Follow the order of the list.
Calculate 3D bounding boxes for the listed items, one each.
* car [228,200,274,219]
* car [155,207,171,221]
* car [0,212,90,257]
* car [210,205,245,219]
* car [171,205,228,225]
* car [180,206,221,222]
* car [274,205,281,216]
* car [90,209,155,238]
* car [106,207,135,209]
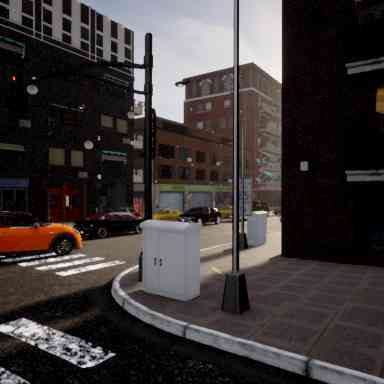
[{"bbox_3d":[6.380,1.866,35.485,2.150,2.045,5.566,0,-1,35],"label":"car"},{"bbox_3d":[-2.352,1.944,27.514,1.752,1.417,4.829,-1,-2,35],"label":"car"},{"bbox_3d":[-6.521,1.508,12.361,4.553,1.767,2.097,1,-1,-39],"label":"car"},{"bbox_3d":[3.964,2.153,36.577,1.752,1.417,4.829,-1,-2,35],"label":"car"},{"bbox_3d":[0.701,1.962,27.337,1.837,1.490,4.892,0,-1,35],"label":"car"},{"bbox_3d":[0.903,2.092,32.184,1.947,1.339,4.313,-1,-2,35],"label":"car"},{"bbox_3d":[12.504,2.394,44.200,2.033,1.411,5.357,0,-1,35],"label":"car"},{"bbox_3d":[-4.661,1.881,19.647,1.895,1.301,4.718,0,-1,35],"label":"car"},{"bbox_3d":[-5.413,1.758,23.125,1.967,1.590,4.097,-1,-2,35],"label":"car"}]
